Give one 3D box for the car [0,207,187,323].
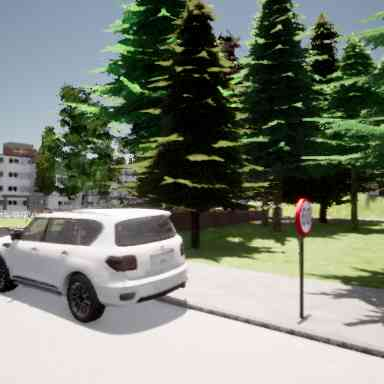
[{"bbox_3d":[-2.686,1.406,7.915,5.566,2.045,2.150,-1,1,37],"label":"car"}]
